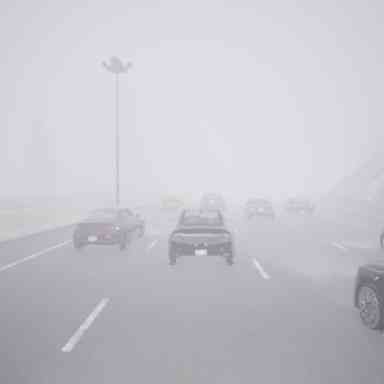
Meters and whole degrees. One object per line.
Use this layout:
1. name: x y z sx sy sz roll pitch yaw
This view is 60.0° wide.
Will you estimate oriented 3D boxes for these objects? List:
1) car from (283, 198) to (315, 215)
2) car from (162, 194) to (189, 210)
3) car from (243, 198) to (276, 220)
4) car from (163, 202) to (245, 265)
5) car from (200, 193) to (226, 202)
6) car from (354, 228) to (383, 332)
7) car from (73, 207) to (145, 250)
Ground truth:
1. car: 8.724 1.113 27.581 1.895 1.301 4.718 0 1 7
2. car: -1.429 0.932 30.663 1.882 1.535 5.008 0 1 8
3. car: 4.707 1.130 23.536 2.033 1.411 5.357 0 1 6
4. car: 0.321 1.295 10.960 2.128 1.511 4.902 0 1 2
5. car: 1.850 0.841 28.760 2.097 1.767 4.553 0 1 7
6. car: 3.639 1.424 3.700 2.128 1.511 4.902 0 1 1
7. car: -3.098 1.292 13.012 1.812 1.442 4.674 0 1 3
